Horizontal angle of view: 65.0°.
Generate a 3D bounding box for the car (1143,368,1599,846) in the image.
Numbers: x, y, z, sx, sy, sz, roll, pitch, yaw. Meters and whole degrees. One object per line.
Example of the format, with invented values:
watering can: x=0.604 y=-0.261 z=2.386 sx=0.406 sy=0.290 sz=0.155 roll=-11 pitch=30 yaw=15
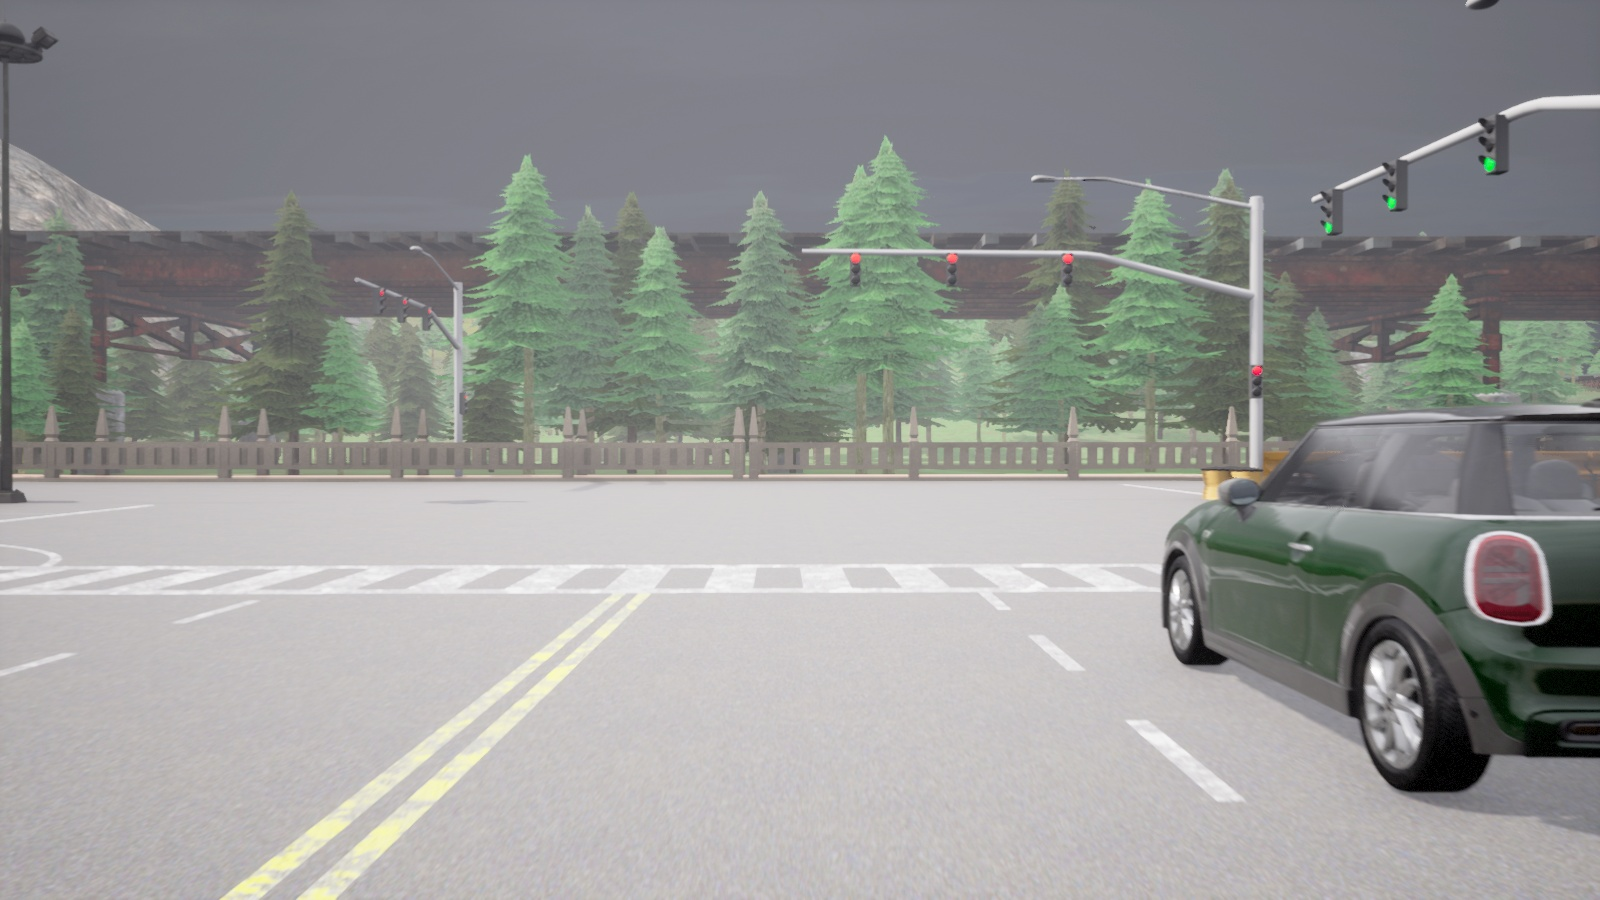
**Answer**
car: x=3.555 y=0.569 z=6.916 sx=2.097 sy=1.767 sz=4.553 roll=0 pitch=0 yaw=0
